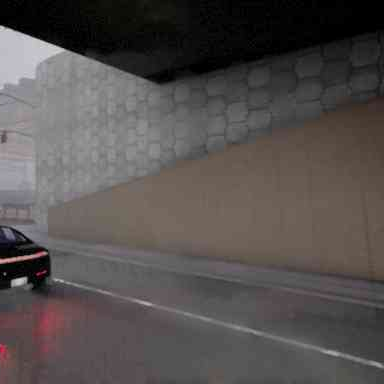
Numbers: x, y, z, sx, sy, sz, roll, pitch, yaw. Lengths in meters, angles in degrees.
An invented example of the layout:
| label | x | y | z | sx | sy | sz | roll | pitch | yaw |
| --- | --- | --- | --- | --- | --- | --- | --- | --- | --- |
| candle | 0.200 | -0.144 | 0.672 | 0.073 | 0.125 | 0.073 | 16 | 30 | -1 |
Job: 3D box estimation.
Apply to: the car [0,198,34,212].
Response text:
| label | x | y | z | sx | sy | sz | roll | pitch | yaw |
| --- | --- | --- | --- | --- | --- | --- | --- | --- | --- |
| car | -17.722 | 1.300 | 33.791 | 1.853 | 1.218 | 4.536 | 0 | 0 | -10 |

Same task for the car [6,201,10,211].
| label | x | y | z | sx | sy | sz | roll | pitch | yaw |
| --- | --- | --- | --- | --- | --- | --- | --- | --- | --- |
| car | -14.022 | 1.457 | 30.980 | 4.974 | 1.542 | 2.038 | 0 | 0 | 0 |

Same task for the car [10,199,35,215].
| label | x | y | z | sx | sy | sz | roll | pitch | yaw |
| --- | --- | --- | --- | --- | --- | --- | --- | --- | --- |
| car | -13.971 | 1.299 | 30.980 | 4.536 | 1.218 | 1.853 | 0 | 0 | 0 |

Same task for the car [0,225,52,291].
| label | x | y | z | sx | sy | sz | roll | pitch | yaw |
| --- | --- | --- | --- | --- | --- | --- | --- | --- | --- |
| car | -5.255 | 1.493 | 7.734 | 4.902 | 1.511 | 2.128 | 0 | 0 | 36 |

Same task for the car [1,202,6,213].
| label | x | y | z | sx | sy | sz | roll | pitch | yaw |
| --- | --- | --- | --- | --- | --- | --- | --- | --- | --- |
| car | -17.713 | 1.458 | 33.740 | 2.038 | 1.542 | 4.974 | 0 | 0 | -10 |
